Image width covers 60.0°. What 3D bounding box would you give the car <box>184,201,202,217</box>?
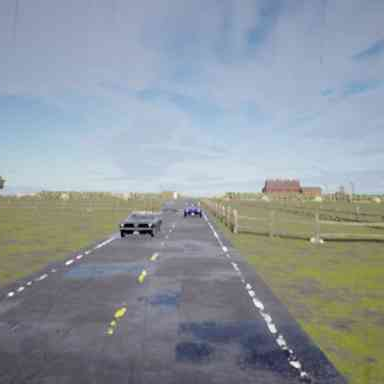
[{"bbox_3d":[0.102,1.977,36.101,1.895,1.301,4.718,0,-1,0],"label":"car"}]

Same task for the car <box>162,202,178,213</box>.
[{"bbox_3d":[-2.842,2.001,43.590,2.033,1.411,5.357,0,-1,0],"label":"car"}]

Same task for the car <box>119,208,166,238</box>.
[{"bbox_3d":[-2.847,1.801,19.229,1.895,1.301,4.718,0,-1,1],"label":"car"}]
